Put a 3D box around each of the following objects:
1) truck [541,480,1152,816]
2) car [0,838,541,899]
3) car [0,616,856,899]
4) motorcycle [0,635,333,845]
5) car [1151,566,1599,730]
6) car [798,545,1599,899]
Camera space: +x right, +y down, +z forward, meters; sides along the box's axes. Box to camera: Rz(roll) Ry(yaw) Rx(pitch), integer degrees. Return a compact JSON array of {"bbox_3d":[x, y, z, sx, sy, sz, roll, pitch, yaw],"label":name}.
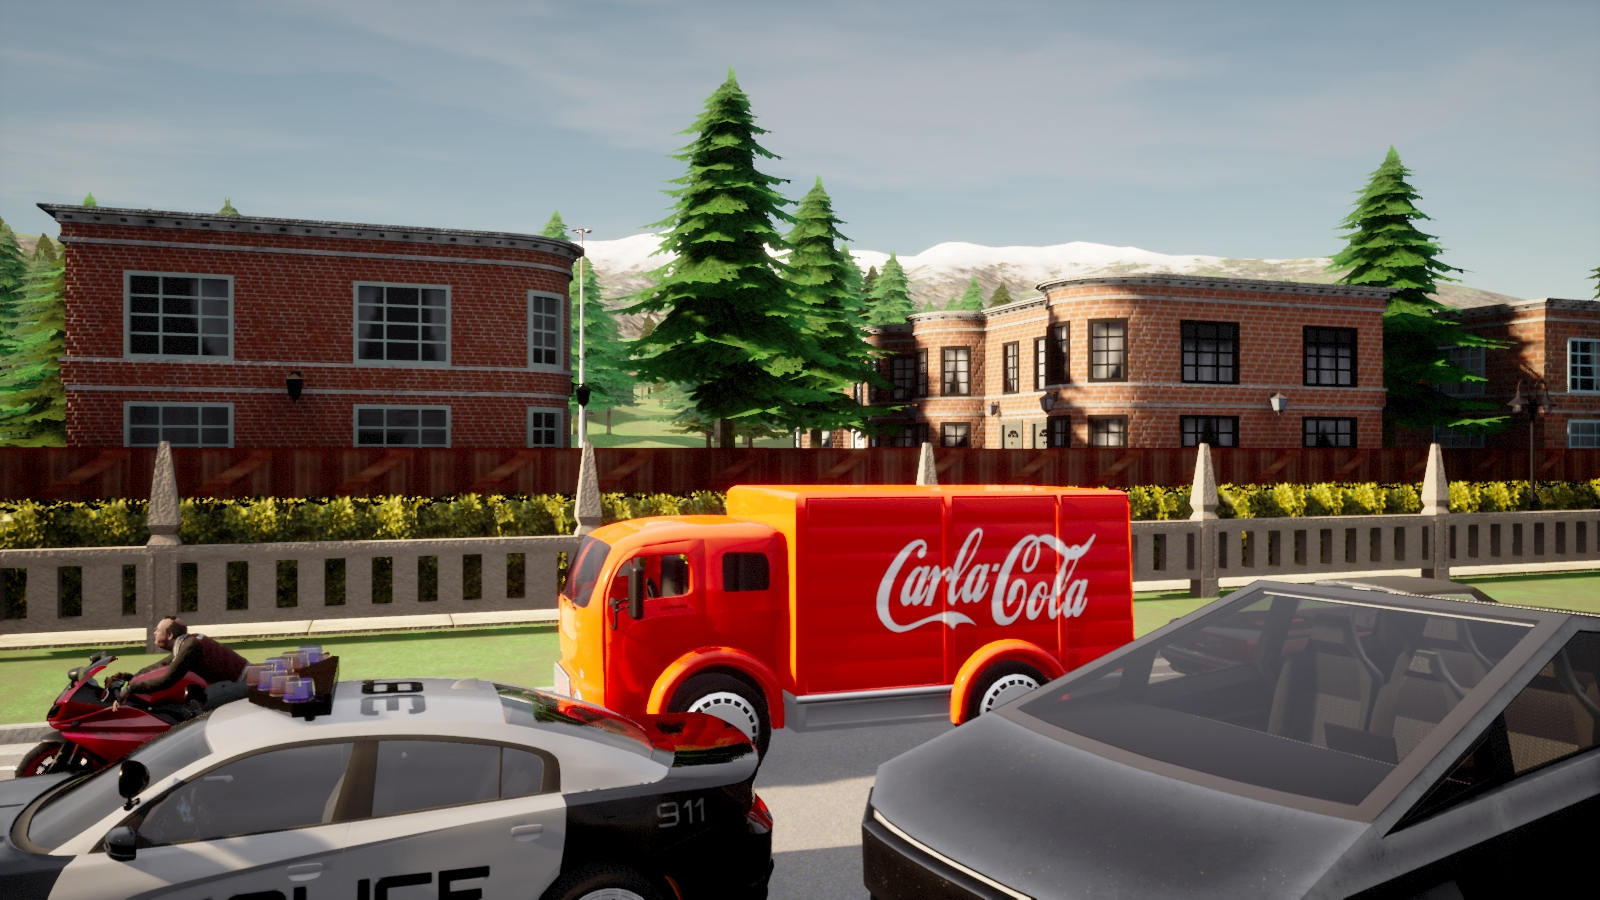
[{"bbox_3d":[0.350,1.569,10.876,5.204,2.467,2.627,0,0,-20],"label":"truck"},{"bbox_3d":[-2.622,2.066,2.345,4.193,1.474,1.816,0,0,-20],"label":"car"},{"bbox_3d":[-2.527,1.982,6.104,5.238,1.638,2.097,0,0,-20],"label":"car"},{"bbox_3d":[-4.876,2.205,8.974,2.209,1.251,0.867,0,0,-20],"label":"motorcycle"},{"bbox_3d":[6.616,2.155,13.168,4.718,1.301,1.895,0,0,-20],"label":"car"},{"bbox_3d":[3.298,1.754,5.803,6.274,2.098,2.390,0,0,-31],"label":"car"}]
